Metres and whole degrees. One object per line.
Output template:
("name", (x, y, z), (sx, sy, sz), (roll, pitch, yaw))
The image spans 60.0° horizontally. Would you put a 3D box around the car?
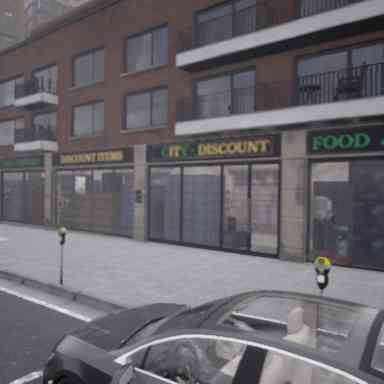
("car", (0.543, 1.544, 2.684), (4.403, 1.369, 2.008), (0, 1, 36))
